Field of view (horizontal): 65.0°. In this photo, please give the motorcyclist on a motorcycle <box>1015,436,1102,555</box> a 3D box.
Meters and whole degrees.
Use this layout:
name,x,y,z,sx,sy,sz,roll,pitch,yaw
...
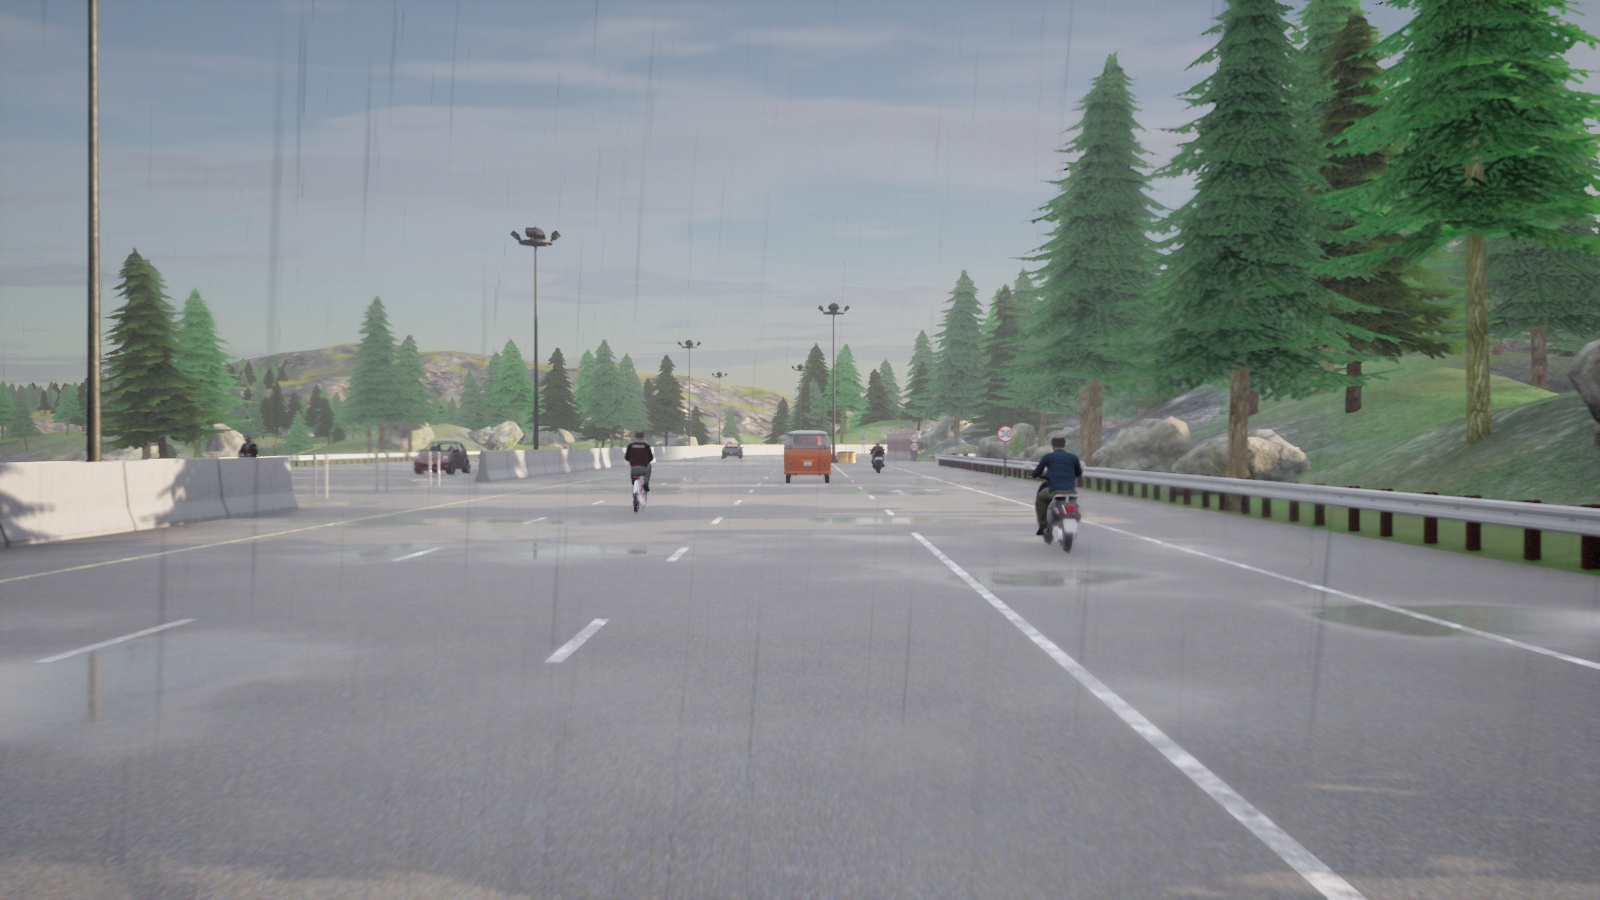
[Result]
name,x,y,z,sx,sy,sz,roll,pitch,yaw
motorcyclist on a motorcycle,3.617,0.602,17.737,0.866,1.590,1.817,0,1,0

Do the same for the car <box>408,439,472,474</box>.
name,x,y,z,sx,sy,sz,roll,pitch,yaw
car,-17.140,0.293,59.948,1.851,1.617,3.988,0,0,0

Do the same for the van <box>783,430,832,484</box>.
name,x,y,z,sx,sy,sz,roll,pitch,yaw
van,0.294,0.229,48.324,1.775,1.987,4.442,0,0,0

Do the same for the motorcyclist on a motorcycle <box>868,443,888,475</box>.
name,x,y,z,sx,sy,sz,roll,pitch,yaw
motorcyclist on a motorcycle,3.877,0.432,62.609,0.866,1.530,2.191,0,0,0

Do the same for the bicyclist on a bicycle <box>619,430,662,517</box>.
name,x,y,z,sx,sy,sz,roll,pitch,yaw
bicyclist on a bicycle,-3.333,0.465,26.416,0.659,1.776,1.843,0,1,0
